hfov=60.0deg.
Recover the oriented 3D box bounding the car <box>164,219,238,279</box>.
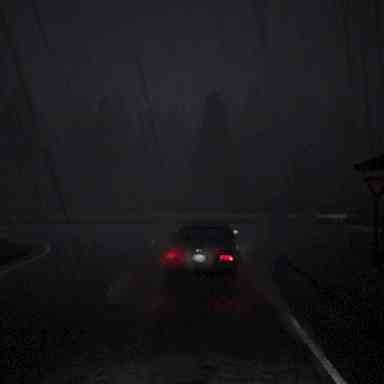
[{"bbox_3d":[0.407,1.533,10.046,2.033,1.411,5.357,0,0,5],"label":"car"}]

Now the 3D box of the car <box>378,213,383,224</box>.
[{"bbox_3d":[14.699,1.612,21.825,4.892,1.490,1.837,0,0,0],"label":"car"}]
